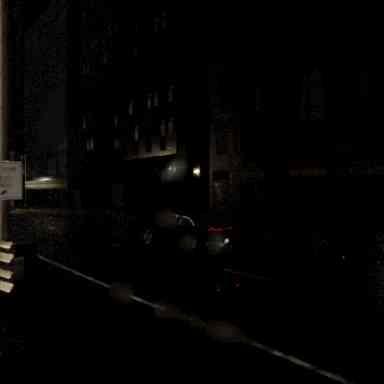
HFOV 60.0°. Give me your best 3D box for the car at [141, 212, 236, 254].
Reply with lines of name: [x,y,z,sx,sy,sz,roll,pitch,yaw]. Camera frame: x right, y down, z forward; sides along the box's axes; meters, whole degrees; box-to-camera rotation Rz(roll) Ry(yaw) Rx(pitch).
car: [-0.320,1.634,14.393,2.128,1.511,4.902,0,0,-42]
